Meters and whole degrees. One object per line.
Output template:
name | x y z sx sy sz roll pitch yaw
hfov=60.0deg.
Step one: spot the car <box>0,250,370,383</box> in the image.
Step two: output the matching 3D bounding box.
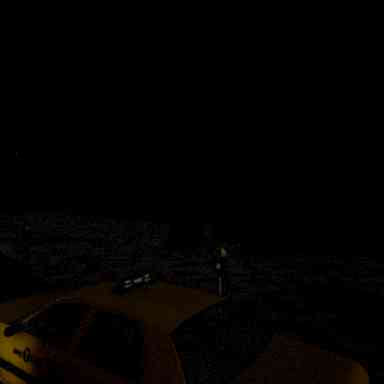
car | -0.785 1.525 3.526 4.829 1.417 1.752 0 0 36
